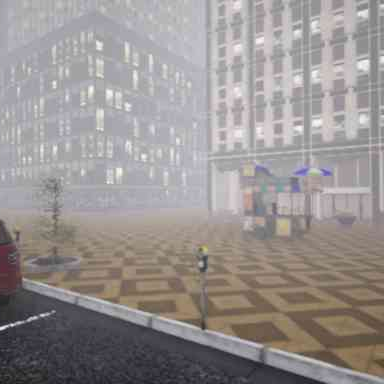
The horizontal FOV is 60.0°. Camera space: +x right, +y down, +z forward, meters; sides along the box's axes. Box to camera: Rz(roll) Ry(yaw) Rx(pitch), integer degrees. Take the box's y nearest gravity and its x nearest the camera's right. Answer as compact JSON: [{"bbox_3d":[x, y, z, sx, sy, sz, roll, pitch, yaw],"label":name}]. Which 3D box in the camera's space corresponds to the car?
[{"bbox_3d":[-5.438,1.354,6.760,5.009,1.841,2.192,0,0,36],"label":"car"}]
